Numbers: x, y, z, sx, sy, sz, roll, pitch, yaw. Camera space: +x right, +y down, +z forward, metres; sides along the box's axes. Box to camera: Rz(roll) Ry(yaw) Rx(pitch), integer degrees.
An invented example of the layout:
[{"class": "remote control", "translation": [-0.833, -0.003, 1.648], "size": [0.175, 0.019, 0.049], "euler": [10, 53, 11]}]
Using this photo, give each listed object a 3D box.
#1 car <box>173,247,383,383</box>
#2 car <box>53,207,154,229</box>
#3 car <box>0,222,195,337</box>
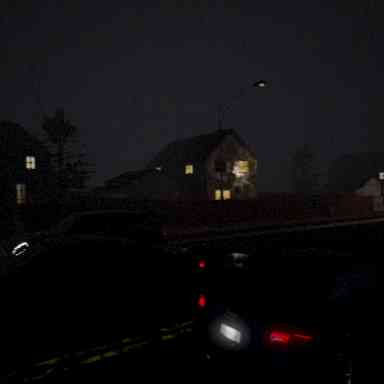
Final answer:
[{"class": "car", "translation": [2.064, 1.550, 4.911], "size": [4.181, 1.385, 1.994], "euler": [0, 0, -35]}, {"class": "car", "translation": [-2.976, 1.343, 9.546], "size": [4.553, 1.767, 2.097], "euler": [0, 0, -35]}, {"class": "car", "translation": [-2.190, 1.542, 6.115], "size": [5.357, 1.411, 2.033], "euler": [0, 0, -35]}]
